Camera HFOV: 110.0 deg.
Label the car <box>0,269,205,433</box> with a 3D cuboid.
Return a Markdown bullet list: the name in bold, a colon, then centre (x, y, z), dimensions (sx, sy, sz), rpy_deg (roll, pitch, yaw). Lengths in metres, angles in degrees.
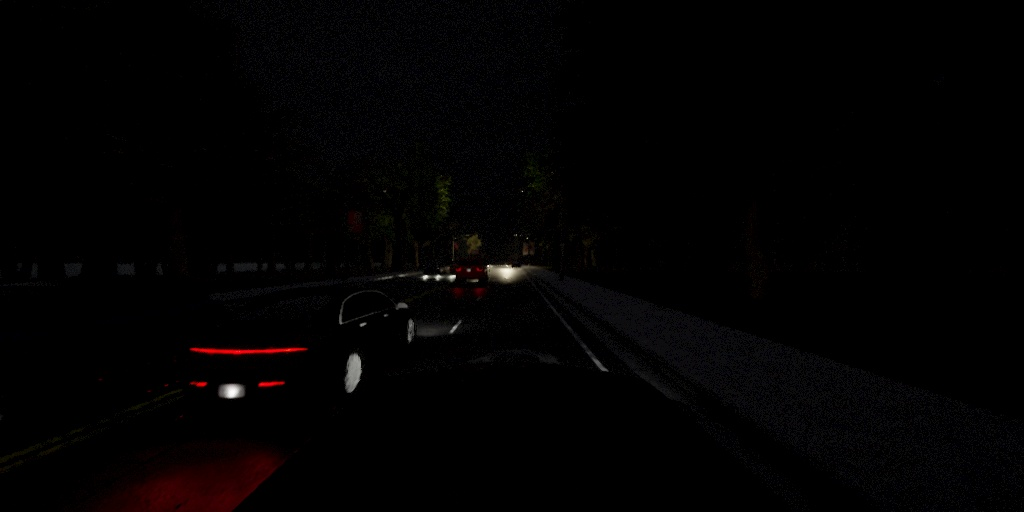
- **car**: centre (-6.600, 1.122, 5.131), dimensions (2.097, 1.767, 4.553), rpy_deg (0, 0, 0)

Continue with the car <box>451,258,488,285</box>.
- **car**: centre (-3.158, 1.155, 28.854), dimensions (2.150, 2.045, 5.566), rpy_deg (0, 0, 0)

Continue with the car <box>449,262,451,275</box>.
- **car**: centre (-6.597, 1.303, 46.052), dimensions (2.150, 2.045, 5.566), rpy_deg (0, -1, 0)

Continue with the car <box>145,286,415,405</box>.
- **car**: centre (-3.153, 1.283, 6.458), dimensions (1.837, 1.490, 4.892), rpy_deg (0, 0, 0)

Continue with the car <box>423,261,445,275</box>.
- **car**: centre (-9.844, 1.429, 45.493), dimensions (2.097, 1.767, 4.553), rpy_deg (0, -1, 0)
